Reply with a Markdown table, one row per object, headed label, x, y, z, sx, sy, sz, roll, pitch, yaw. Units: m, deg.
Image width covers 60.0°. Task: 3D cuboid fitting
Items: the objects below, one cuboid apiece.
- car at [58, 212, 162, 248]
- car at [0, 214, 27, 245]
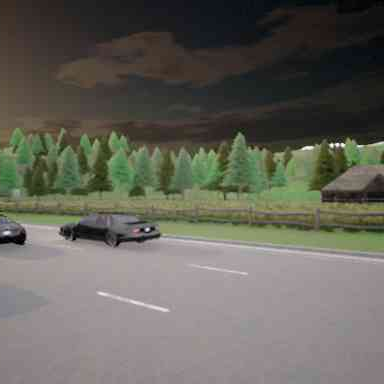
| label | x | y | z | sx | sy | sz | roll | pitch | yaw |
| --- | --- | --- | --- | --- | --- | --- | --- | --- | --- |
| car | -3.882 | 1.623 | 15.294 | 5.357 | 1.411 | 2.033 | 0 | 0 | 36 |
| car | -9.238 | 1.665 | 14.849 | 4.181 | 1.385 | 1.994 | 0 | 0 | 36 |
